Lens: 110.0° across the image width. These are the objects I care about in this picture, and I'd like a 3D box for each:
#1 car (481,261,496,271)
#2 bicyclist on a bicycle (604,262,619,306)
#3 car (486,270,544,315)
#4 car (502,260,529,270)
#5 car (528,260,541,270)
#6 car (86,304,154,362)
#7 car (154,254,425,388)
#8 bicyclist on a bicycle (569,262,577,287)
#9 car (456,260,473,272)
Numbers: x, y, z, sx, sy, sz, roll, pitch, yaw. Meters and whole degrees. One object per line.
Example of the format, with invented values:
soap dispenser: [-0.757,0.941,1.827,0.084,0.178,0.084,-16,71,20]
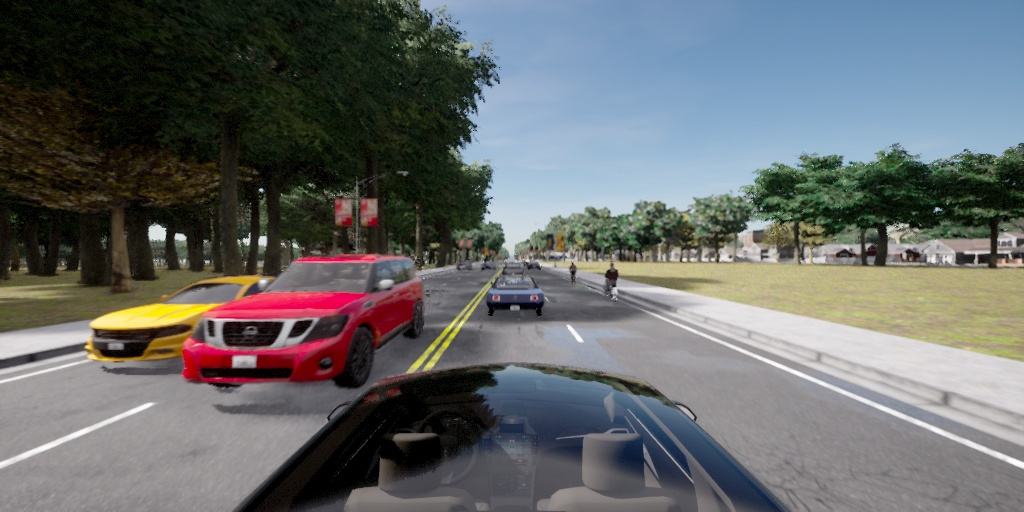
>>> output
car: [-3.311,1.429,51.109,1.994,1.385,4.181,0,0,0]
bicyclist on a bicycle: [4.143,1.144,15.065,0.659,1.776,1.843,0,0,0]
car: [0.101,1.371,13.606,1.895,1.301,4.718,0,0,0]
car: [0.101,1.302,31.628,2.128,1.511,4.902,0,0,0]
car: [3.353,1.406,56.086,1.812,1.442,4.674,0,0,0]
car: [-6.600,1.238,8.472,1.882,1.535,5.008,0,0,0]
car: [-3.350,0.980,7.253,2.150,2.045,5.566,0,0,0]
bicyclist on a bicycle: [4.144,1.246,24.304,0.582,1.620,1.656,0,0,0]
car: [-6.576,1.351,49.843,2.128,1.511,4.902,0,0,0]
